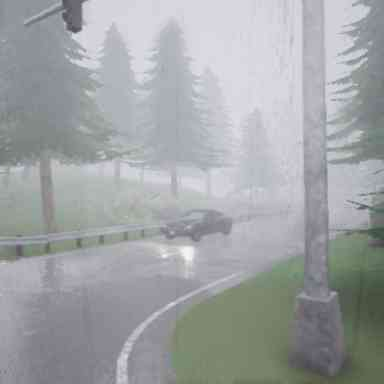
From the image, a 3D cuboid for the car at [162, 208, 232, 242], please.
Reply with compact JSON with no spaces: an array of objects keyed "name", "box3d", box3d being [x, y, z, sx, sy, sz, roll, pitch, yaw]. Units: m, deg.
[{"name":"car","box3d":[0.437,1.603,17.264,1.812,1.442,4.674,-1,0,35]}]
